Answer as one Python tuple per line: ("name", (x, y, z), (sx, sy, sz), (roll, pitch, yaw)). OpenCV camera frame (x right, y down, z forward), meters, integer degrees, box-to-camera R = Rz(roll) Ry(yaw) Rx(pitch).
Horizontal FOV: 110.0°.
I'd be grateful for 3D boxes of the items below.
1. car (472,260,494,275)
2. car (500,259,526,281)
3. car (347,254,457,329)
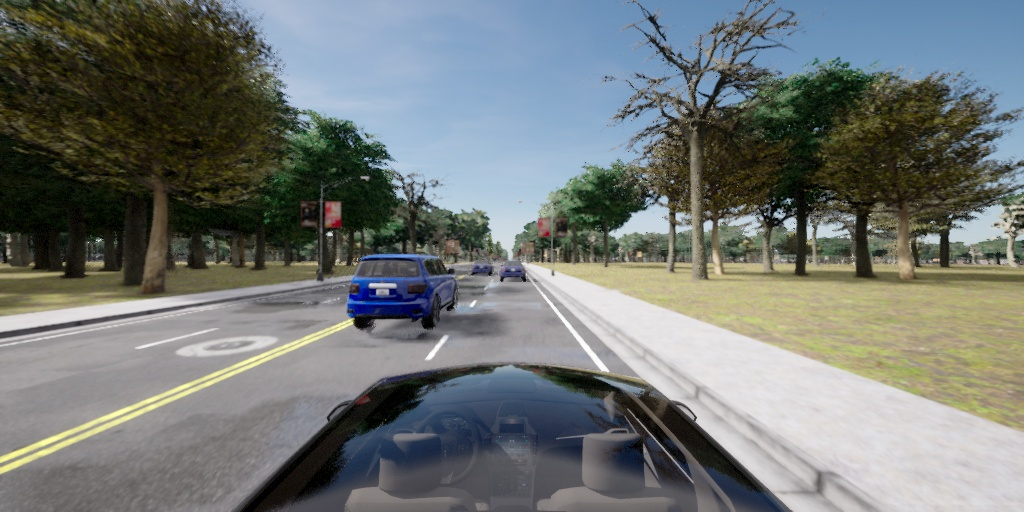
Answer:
("car", (-3.165, 1.168, 39.499), (2.097, 1.767, 4.553), (0, 0, 0))
("car", (0.089, 1.141, 30.654), (2.097, 1.767, 4.553), (0, 0, 0))
("car", (-3.153, 0.977, 11.414), (2.150, 2.045, 5.566), (0, 0, 0))
